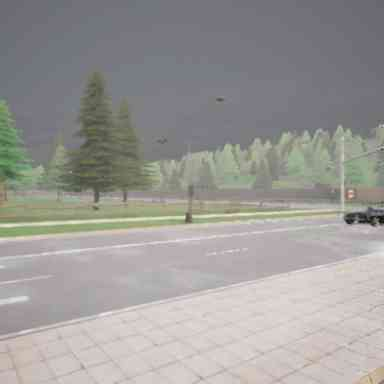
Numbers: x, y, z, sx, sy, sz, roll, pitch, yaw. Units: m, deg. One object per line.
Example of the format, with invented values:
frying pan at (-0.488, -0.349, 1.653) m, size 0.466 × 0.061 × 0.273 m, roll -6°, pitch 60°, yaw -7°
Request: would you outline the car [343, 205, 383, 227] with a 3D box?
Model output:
car at (12.237, 1.583, 22.416) m, size 4.718 × 1.301 × 1.895 m, roll 0°, pitch 0°, yaw -35°
